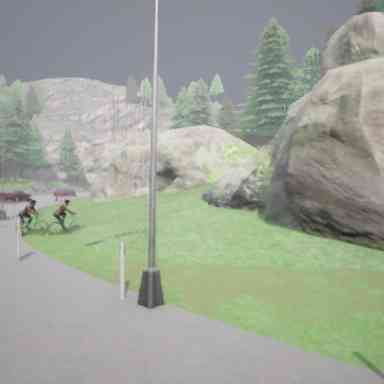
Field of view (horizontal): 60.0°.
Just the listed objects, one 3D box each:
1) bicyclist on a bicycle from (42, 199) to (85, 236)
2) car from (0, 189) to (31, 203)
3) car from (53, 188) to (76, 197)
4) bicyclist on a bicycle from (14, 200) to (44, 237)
[{"bbox_3d":[-5.799,1.174,15.262,1.656,1.620,0.582,-9,7,-31],"label":"bicyclist on a bicycle"},{"bbox_3d":[-20.908,0.412,39.309,1.882,1.535,5.008,1,2,-1],"label":"car"},{"bbox_3d":[-20.317,0.009,53.235,1.994,1.385,4.181,1,2,12],"label":"car"},{"bbox_3d":[-7.477,1.214,15.440,1.656,1.620,0.582,-1,2,4],"label":"bicyclist on a bicycle"}]
